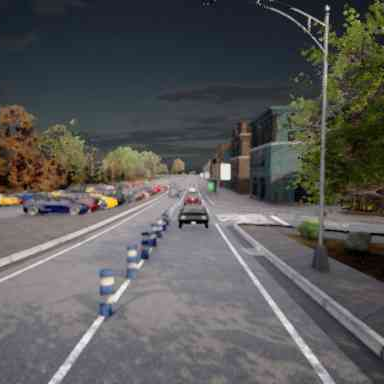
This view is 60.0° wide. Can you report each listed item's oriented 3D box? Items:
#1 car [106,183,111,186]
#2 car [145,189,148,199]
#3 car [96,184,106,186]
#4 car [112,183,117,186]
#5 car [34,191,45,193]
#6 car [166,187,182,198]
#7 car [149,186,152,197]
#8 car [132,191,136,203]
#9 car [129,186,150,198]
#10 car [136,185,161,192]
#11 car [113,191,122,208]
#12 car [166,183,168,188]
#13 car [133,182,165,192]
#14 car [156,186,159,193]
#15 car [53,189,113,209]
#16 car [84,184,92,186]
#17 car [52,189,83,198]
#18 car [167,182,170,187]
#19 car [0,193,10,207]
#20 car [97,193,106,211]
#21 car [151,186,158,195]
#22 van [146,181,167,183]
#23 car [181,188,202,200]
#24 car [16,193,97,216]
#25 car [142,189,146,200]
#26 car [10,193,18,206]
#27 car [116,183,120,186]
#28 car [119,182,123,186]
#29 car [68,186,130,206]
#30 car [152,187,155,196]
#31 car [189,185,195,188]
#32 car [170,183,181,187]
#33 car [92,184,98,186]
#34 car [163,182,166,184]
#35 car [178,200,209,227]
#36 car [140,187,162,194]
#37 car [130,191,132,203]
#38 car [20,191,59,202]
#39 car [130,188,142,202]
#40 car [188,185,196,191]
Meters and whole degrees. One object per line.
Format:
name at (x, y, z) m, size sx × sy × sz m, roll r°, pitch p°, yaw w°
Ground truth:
car at (-22.652, -0.724, 77.876) m, size 5.566 × 2.045 × 2.435 m, roll 0°, pitch 3°, yaw 1°
car at (-9.854, 0.638, 52.763) m, size 4.792 × 1.488 × 2.163 m, roll 0°, pitch 2°, yaw 1°
car at (-22.891, -0.334, 75.109) m, size 5.366 × 1.575 × 1.946 m, roll 0°, pitch 3°, yaw 1°
car at (-22.609, -0.859, 86.234) m, size 4.674 × 1.452 × 2.002 m, roll 0°, pitch 3°, yaw 1°
car at (-22.975, 0.815, 44.334) m, size 5.008 × 1.535 × 2.097 m, roll 0°, pitch 1°, yaw 1°
car at (-3.305, 0.317, 60.549) m, size 1.812 × 1.442 × 4.674 m, roll 0°, pitch 2°, yaw 1°
car at (-9.806, 0.299, 58.323) m, size 4.553 × 1.767 × 2.185 m, roll 0°, pitch 2°, yaw 1°
car at (-9.895, 0.903, 41.608) m, size 4.792 × 1.488 × 2.163 m, roll 0°, pitch 1°, yaw 1°
car at (-9.831, 0.396, 55.544) m, size 4.553 × 1.767 × 2.185 m, roll 0°, pitch 2°, yaw 1°
car at (-9.648, -0.143, 72.254) m, size 4.674 × 1.452 × 2.002 m, roll 0°, pitch 3°, yaw 1°
car at (-9.993, 0.965, 33.247) m, size 5.008 × 1.535 × 2.097 m, roll 0°, pitch 1°, yaw 1°
car at (-9.533, -0.891, 86.149) m, size 4.892 × 1.521 × 2.231 m, roll 0°, pitch 3°, yaw 1°
car at (-9.654, -0.575, 75.019) m, size 5.566 × 2.045 × 2.435 m, roll 0°, pitch 3°, yaw 1°
car at (-9.695, 0.084, 66.686) m, size 5.008 × 1.535 × 2.097 m, roll 0°, pitch 3°, yaw 1°
car at (-10.054, 0.850, 30.467) m, size 4.553 × 1.767 × 2.185 m, roll 0°, pitch 0°, yaw 1°
car at (-22.834, -0.046, 63.835) m, size 5.566 × 2.045 × 2.435 m, roll 0°, pitch 2°, yaw 1°
car at (-22.836, 0.317, 61.059) m, size 5.008 × 1.535 × 2.097 m, roll 0°, pitch 2°, yaw 1°
car at (-9.483, -1.178, 91.709) m, size 5.008 × 1.535 × 2.097 m, roll 0°, pitch 3°, yaw 1°
car at (-23.239, 0.933, 36.095) m, size 5.366 × 1.575 × 1.946 m, roll 0°, pitch 1°, yaw 1°
car at (-10.077, 1.009, 27.682) m, size 4.792 × 1.488 × 2.163 m, roll 0°, pitch 0°, yaw 1°
car at (-9.719, 0.206, 63.899) m, size 5.008 × 1.535 × 2.097 m, roll 0°, pitch 2°, yaw 0°
van at (-9.619, -1.260, 88.919) m, size 4.442 × 1.987 × 1.878 m, roll 0°, pitch 3°, yaw 1°
car at (0.085, 0.776, 39.956) m, size 2.097 × 1.767 × 4.553 m, roll 0°, pitch 2°, yaw 0°
car at (-10.043, 1.013, 24.897) m, size 4.792 × 1.488 × 2.163 m, roll 0°, pitch 0°, yaw 1°
car at (-9.820, 0.717, 49.976) m, size 4.792 × 1.488 × 2.163 m, roll 0°, pitch 2°, yaw 1°
car at (-23.214, 0.903, 38.890) m, size 5.366 × 1.575 × 1.946 m, roll 0°, pitch 1°, yaw 1°
car at (-22.587, -1.042, 89.014) m, size 5.008 × 1.535 × 2.097 m, roll 0°, pitch 3°, yaw 1°
car at (-22.563, -1.184, 91.795) m, size 4.892 × 1.521 × 2.231 m, roll 0°, pitch 3°, yaw 1°
car at (-10.002, 0.692, 36.038) m, size 5.566 × 2.045 × 2.435 m, roll 0°, pitch 1°, yaw 1°
car at (-9.753, 0.359, 61.114) m, size 4.674 × 1.452 × 2.002 m, roll 0°, pitch 2°, yaw 1°
car at (-0.003, -0.384, 76.102) m, size 1.812 × 1.442 × 4.674 m, roll 0°, pitch 3°, yaw 0°
car at (-3.252, -0.578, 76.363) m, size 2.097 × 1.767 × 4.553 m, roll 0°, pitch 3°, yaw 0°
car at (-22.788, -0.171, 69.415) m, size 4.553 × 1.767 × 2.185 m, roll 0°, pitch 3°, yaw 1°
car at (-9.521, -0.869, 83.238) m, size 4.553 × 1.767 × 2.185 m, roll 0°, pitch 3°, yaw 1°
car at (0.093, 1.501, 21.996) m, size 1.895 × 1.301 × 4.718 m, roll 0°, pitch 1°, yaw 0°
car at (-9.596, -0.467, 77.811) m, size 5.008 × 1.535 × 2.097 m, roll 0°, pitch 3°, yaw 1°
car at (-9.942, 0.915, 38.829) m, size 4.892 × 1.521 × 2.231 m, roll 0°, pitch 1°, yaw 1°
car at (-22.923, 0.681, 50.040) m, size 4.892 × 1.521 × 2.231 m, roll 0°, pitch 1°, yaw 1°
car at (-9.843, 0.632, 47.186) m, size 4.553 × 1.767 × 2.185 m, roll 0°, pitch 1°, yaw 1°
car at (0.021, -1.003, 86.120) m, size 1.812 × 1.442 × 4.674 m, roll 0°, pitch 3°, yaw 0°
